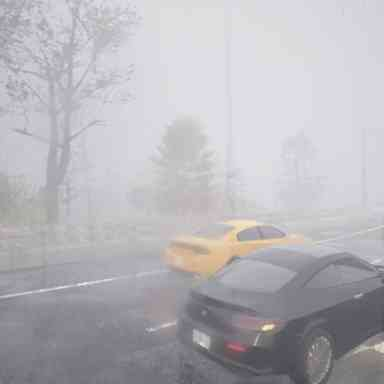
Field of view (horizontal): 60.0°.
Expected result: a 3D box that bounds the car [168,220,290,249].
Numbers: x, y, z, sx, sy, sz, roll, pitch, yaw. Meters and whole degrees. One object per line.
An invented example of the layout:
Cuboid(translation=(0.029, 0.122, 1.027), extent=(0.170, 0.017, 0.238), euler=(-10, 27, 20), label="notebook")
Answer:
Cuboid(translation=(1.607, 1.562, 9.691), extent=(5.008, 1.535, 1.882), euler=(0, -1, -39), label="car")

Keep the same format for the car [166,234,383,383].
Cuboid(translation=(1.928, 1.574, 5.333), extent=(4.674, 1.442, 1.812), euler=(0, 0, -38), label="car")

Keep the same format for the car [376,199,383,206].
Cuboid(translation=(36.752, 1.972, 63.552), extent=(1.895, 1.301, 4.718), euler=(0, 0, 13), label="car")
